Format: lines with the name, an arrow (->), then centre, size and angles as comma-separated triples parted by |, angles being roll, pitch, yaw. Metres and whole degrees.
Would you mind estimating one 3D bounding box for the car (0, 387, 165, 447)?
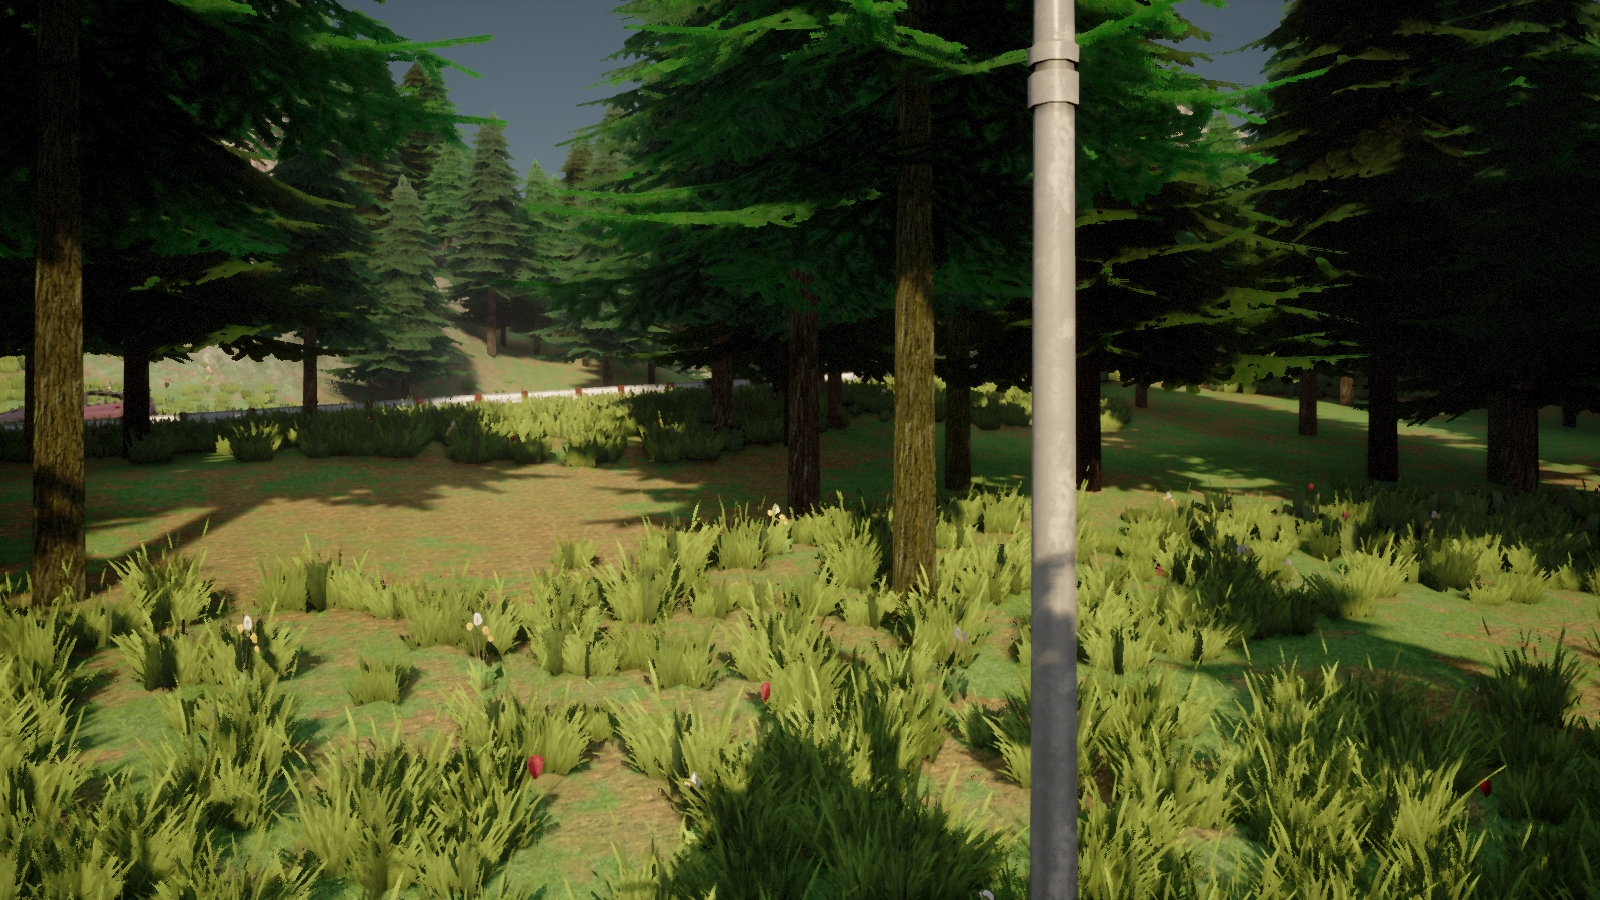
car -> -22.167, -1.019, 35.041 | 4.514, 1.525, 2.007 | -5, 3, -32
